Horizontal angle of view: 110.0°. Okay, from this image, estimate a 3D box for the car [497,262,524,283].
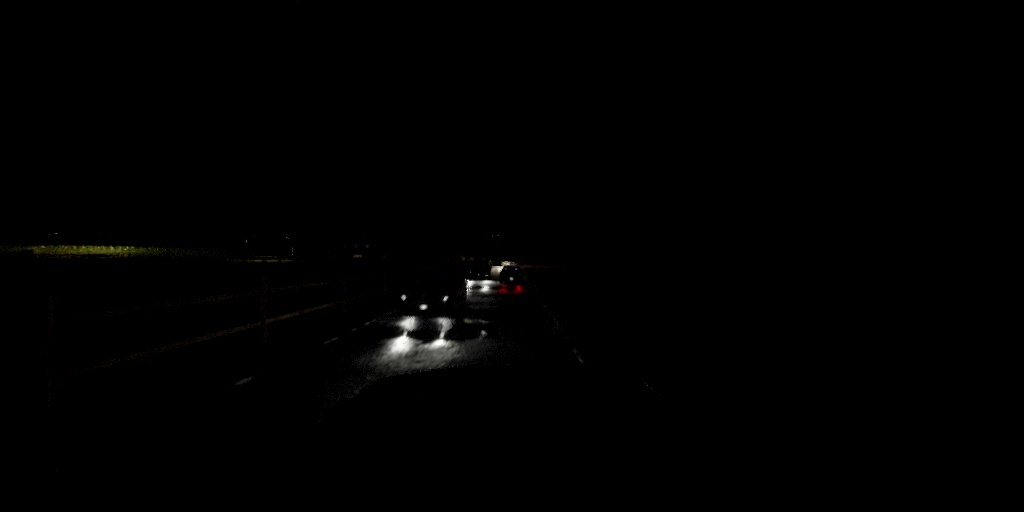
[{"bbox_3d":[-0.023,1.450,29.331,1.895,1.301,4.718,1,0,0],"label":"car"}]

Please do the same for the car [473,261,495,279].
[{"bbox_3d":[-2.844,1.359,32.843,1.837,1.490,4.892,1,0,0],"label":"car"}]

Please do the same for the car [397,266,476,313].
[{"bbox_3d":[-2.860,1.278,14.251,2.033,1.411,5.357,1,0,0],"label":"car"}]
